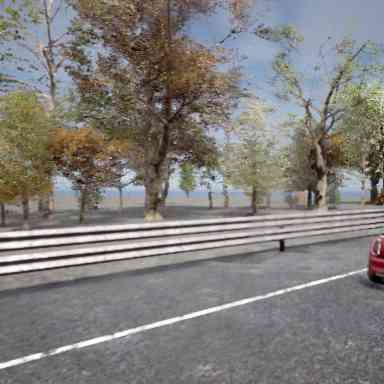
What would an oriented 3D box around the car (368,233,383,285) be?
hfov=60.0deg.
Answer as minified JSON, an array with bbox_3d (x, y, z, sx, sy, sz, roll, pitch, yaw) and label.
[{"bbox_3d":[6.377,1.324,8.183,4.553,1.767,2.097,0,0,-35],"label":"car"}]
